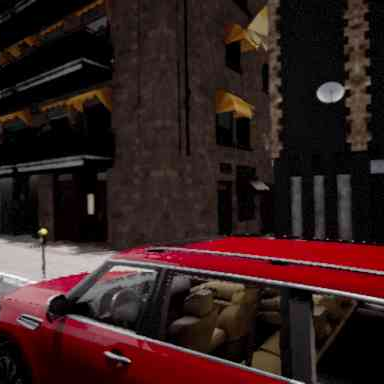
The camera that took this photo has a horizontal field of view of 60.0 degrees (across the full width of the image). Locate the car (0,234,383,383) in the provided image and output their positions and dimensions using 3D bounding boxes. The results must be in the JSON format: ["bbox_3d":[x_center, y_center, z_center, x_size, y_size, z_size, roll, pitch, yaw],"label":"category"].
[{"bbox_3d":[0.131,1.322,2.951,5.009,1.841,2.192,0,-1,36],"label":"car"}]
